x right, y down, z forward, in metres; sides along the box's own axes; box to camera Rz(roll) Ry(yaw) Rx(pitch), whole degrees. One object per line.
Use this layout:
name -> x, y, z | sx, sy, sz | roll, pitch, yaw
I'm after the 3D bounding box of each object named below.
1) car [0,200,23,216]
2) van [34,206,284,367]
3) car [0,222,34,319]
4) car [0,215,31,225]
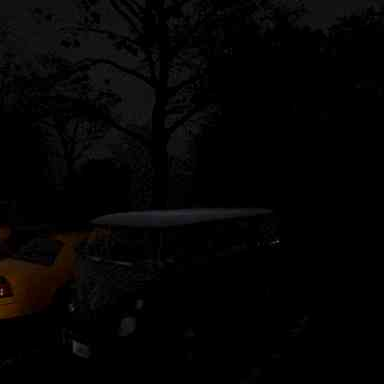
car -> -9.059, 1.350, 12.256 | 2.435, 2.045, 5.566 | -1, -1, 35
van -> -0.015, 1.267, 5.693 | 1.878, 1.987, 4.442 | 0, 0, 36
car -> -2.113, 1.507, 7.561 | 1.946, 1.575, 5.366 | 0, 0, 36
car -> -4.278, 1.529, 9.107 | 1.946, 1.575, 5.366 | -1, 0, 36
